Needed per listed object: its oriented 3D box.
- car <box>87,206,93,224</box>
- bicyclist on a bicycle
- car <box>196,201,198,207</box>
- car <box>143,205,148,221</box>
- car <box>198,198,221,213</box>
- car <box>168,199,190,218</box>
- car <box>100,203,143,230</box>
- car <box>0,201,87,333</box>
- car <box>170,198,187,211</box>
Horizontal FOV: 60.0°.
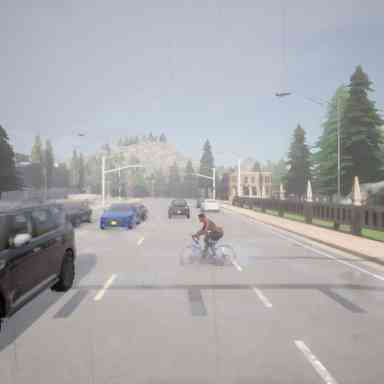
[{"bbox_3d":[-8.012,1.478,22.097,1.882,1.535,5.008,0,0,-2],"label":"car"},{"bbox_3d":[0.465,1.452,9.862,1.656,1.620,0.582,0,0,-3],"label":"bicyclist on a bicycle"},{"bbox_3d":[1.602,1.547,46.767,2.033,1.411,5.357,0,0,-3],"label":"car"},{"bbox_3d":[-4.617,1.580,26.653,1.994,1.385,4.181,0,0,-3],"label":"car"},{"bbox_3d":[2.017,1.526,37.190,1.812,1.442,4.674,0,0,-3],"label":"car"},{"bbox_3d":[-1.173,1.492,30.209,2.128,1.511,4.902,0,0,-2],"label":"car"},{"bbox_3d":[-4.467,1.477,21.091,1.882,1.535,5.008,0,0,-2],"label":"car"},{"bbox_3d":[-3.801,1.220,5.982,2.150,2.045,5.566,0,0,-3],"label":"car"},{"bbox_3d":[-1.719,1.547,42.523,2.033,1.411,5.357,0,0,-3],"label":"car"}]
